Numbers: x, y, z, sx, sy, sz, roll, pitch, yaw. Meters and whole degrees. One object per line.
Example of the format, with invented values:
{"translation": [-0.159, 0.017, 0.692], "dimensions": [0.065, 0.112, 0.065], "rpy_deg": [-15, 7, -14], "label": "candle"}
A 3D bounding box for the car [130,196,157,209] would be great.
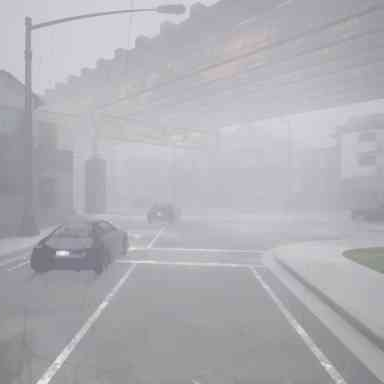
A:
{"translation": [-6.364, 1.352, 44.575], "dimensions": [2.097, 1.767, 4.553], "rpy_deg": [0, 0, -45], "label": "car"}

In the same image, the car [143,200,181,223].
{"translation": [-2.100, 1.563, 25.897], "dimensions": [1.994, 1.385, 4.181], "rpy_deg": [0, 0, 7], "label": "car"}

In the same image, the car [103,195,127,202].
{"translation": [-16.848, 1.453, 72.434], "dimensions": [4.974, 1.542, 2.038], "rpy_deg": [0, 0, -15], "label": "car"}

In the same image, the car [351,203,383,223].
{"translation": [14.119, 1.478, 23.854], "dimensions": [1.882, 1.535, 5.008], "rpy_deg": [0, 0, -45], "label": "car"}

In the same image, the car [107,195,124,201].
{"translation": [-17.513, 1.295, 76.153], "dimensions": [1.853, 1.218, 4.536], "rpy_deg": [0, 0, 15], "label": "car"}

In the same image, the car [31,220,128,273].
{"translation": [-3.353, 1.564, 10.673], "dimensions": [1.994, 1.385, 4.181], "rpy_deg": [0, 0, 1], "label": "car"}

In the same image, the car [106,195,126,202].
{"translation": [-16.798, 1.295, 72.447], "dimensions": [4.536, 1.218, 1.853], "rpy_deg": [0, 0, -15], "label": "car"}

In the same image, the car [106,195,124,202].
{"translation": [-17.526, 1.453, 76.103], "dimensions": [2.038, 1.542, 4.974], "rpy_deg": [0, 0, 15], "label": "car"}
